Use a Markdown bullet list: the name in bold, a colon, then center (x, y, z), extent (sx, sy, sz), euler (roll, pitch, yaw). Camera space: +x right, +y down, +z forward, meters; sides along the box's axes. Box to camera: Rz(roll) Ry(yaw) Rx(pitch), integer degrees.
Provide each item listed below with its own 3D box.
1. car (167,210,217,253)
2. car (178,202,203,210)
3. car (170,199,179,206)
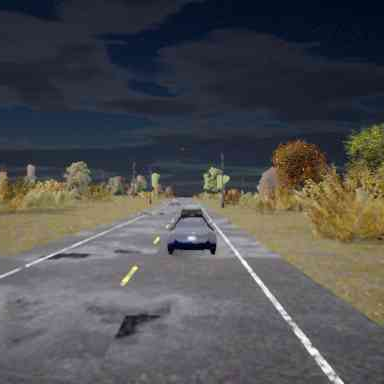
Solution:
- **car**: center (-0.005, 1.704, 14.317), extent (1.994, 1.385, 4.181), euler (0, -1, 0)
- **car**: center (-0.016, 1.767, 29.488), extent (1.882, 1.535, 5.008), euler (0, 0, 0)
- **car**: center (-3.615, 2.244, 71.003), extent (1.812, 1.442, 4.674), euler (0, -1, 0)
